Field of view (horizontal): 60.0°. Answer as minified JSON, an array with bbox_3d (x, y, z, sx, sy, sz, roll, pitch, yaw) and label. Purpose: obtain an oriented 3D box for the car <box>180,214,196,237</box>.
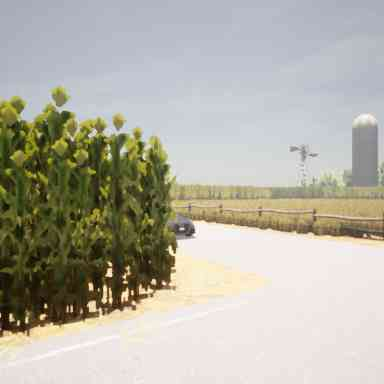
[{"bbox_3d":[-1.616,1.563,17.313,1.994,1.385,4.181,0,0,-35],"label":"car"}]
